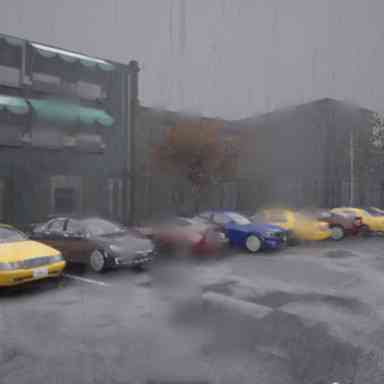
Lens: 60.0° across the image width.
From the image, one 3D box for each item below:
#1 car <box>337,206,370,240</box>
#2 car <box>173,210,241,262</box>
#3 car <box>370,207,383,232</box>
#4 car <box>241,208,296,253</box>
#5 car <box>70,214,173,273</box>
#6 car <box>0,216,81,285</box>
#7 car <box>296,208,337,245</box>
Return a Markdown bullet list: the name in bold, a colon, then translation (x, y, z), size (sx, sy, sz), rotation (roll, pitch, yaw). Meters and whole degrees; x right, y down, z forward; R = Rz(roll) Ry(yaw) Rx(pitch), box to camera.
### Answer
- **car**: translation (6.333, 1.589, 17.606), size (5.008, 1.535, 2.097), rotation (-1, -1, 34)
- **car**: translation (-0.929, 1.559, 12.469), size (4.792, 1.488, 2.163), rotation (-1, -1, 35)
- **car**: translation (8.585, 1.608, 19.416), size (5.366, 1.575, 1.946), rotation (-1, -1, 35)
- **car**: translation (1.504, 1.549, 14.166), size (5.008, 1.535, 2.097), rotation (-1, -1, 35)
- **car**: translation (-3.319, 1.511, 10.741), size (4.892, 1.521, 2.231), rotation (-1, -1, 35)
- **car**: translation (-5.569, 1.485, 8.929), size (5.366, 1.575, 1.946), rotation (-1, -1, 35)
- **car**: translation (3.763, 1.568, 15.986), size (5.366, 1.575, 1.946), rotation (-1, -1, 35)
